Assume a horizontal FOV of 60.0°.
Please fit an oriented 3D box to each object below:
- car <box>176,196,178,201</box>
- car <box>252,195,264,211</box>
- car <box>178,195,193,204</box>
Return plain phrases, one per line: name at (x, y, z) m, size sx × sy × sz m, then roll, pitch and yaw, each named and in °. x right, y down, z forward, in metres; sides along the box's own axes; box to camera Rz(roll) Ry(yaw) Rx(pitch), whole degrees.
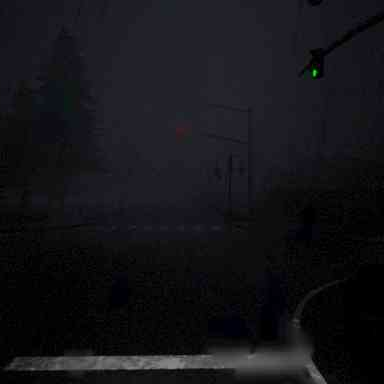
car at (-2.202, 1.327, 71.061) m, size 1.812 × 1.442 × 4.674 m, roll 0°, pitch 0°, yaw -13°
car at (8.866, 1.144, 36.257) m, size 4.605 × 1.855 × 1.932 m, roll 0°, pitch 0°, yaw -1°
car at (-0.909, 1.518, 60.877) m, size 2.033 × 1.411 × 5.357 m, roll 0°, pitch 0°, yaw -7°
